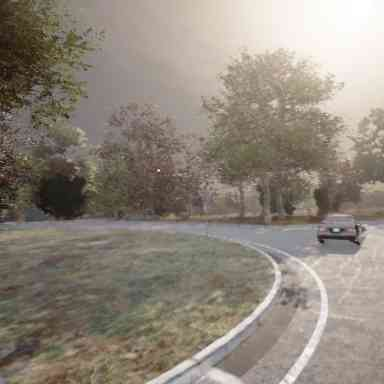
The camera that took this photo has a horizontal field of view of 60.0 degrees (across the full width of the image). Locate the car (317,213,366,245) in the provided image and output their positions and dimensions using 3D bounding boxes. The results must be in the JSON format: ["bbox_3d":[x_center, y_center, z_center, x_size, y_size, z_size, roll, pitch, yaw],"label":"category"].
[{"bbox_3d":[7.766,1.805,17.242,2.033,1.411,5.357,-1,-1,29],"label":"car"}]
